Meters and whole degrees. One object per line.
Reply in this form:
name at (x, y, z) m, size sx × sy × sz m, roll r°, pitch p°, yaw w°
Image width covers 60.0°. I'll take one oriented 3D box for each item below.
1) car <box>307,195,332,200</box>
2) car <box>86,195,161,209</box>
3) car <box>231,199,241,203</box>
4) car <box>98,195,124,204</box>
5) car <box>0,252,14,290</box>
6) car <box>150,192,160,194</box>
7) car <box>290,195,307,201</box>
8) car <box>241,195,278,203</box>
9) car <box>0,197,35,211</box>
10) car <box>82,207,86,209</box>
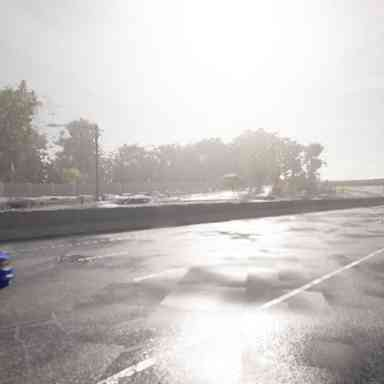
car at (22.418, 1.463, 57.344) m, size 2.150 × 2.045 × 5.566 m, roll -1°, pitch -1°, yaw 43°
car at (-5.458, 1.379, 27.509) m, size 2.150 × 2.045 × 5.566 m, roll -1°, pitch -1°, yaw 43°
car at (6.521, 1.748, 45.479) m, size 1.812 × 1.442 × 4.674 m, roll -1°, pitch -1°, yaw 43°
car at (-13.136, 1.193, 54.136) m, size 1.812 × 1.442 × 4.674 m, roll -1°, pitch 0°, yaw 20°
car at (-6.025, 1.500, 6.047) m, size 1.882 × 1.535 × 5.008 m, roll -1°, pitch -1°, yaw 43°
car at (-7.778, 0.846, 68.014) m, size 2.128 × 1.511 × 4.902 m, roll -1°, pitch 2°, yaw 22°
car at (19.547, 1.489, 59.397) m, size 2.150 × 2.045 × 5.566 m, roll -1°, pitch -1°, yaw 43°
car at (9.195, 1.419, 43.224) m, size 2.150 × 2.045 × 5.566 m, roll -1°, pitch -1°, yaw 43°
car at (-19.585, 1.276, 36.434) m, size 2.128 × 1.511 × 4.902 m, roll -1°, pitch 0°, yaw 22°
car at (-8.225, 1.689, 29.668) m, size 1.837 × 1.490 × 4.892 m, roll -1°, pitch 0°, yaw 43°
